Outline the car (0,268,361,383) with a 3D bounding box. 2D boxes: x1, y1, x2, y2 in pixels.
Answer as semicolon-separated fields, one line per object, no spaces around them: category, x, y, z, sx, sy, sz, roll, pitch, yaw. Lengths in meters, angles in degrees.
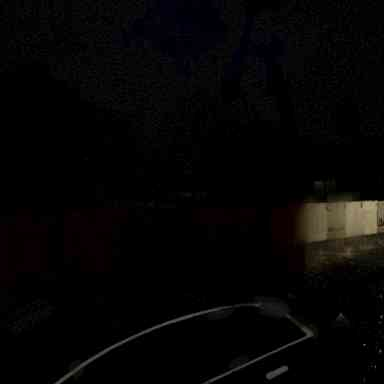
car;-0.647;1.499;2.523;4.892;1.490;1.837;0;0;-35
